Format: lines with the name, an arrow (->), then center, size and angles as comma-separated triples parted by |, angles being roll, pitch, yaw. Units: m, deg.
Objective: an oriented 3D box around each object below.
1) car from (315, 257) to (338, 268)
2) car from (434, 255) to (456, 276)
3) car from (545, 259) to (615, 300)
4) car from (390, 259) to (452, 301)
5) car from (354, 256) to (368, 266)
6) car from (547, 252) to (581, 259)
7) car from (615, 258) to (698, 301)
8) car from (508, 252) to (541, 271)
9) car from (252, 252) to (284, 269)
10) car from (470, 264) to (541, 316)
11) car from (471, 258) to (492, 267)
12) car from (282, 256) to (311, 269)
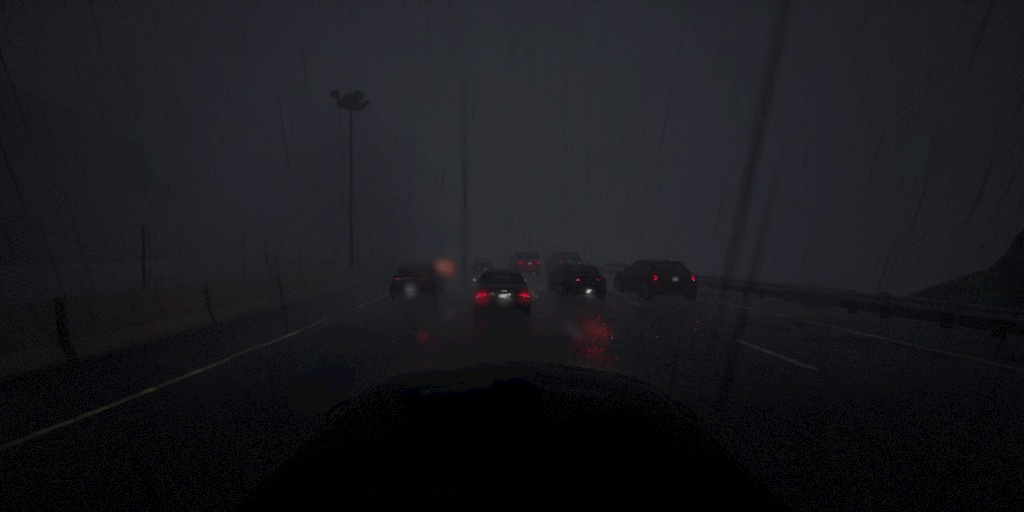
car -> -23.798, 0.817, 46.291 | 1.812, 1.442, 4.674 | 0, 1, -15
car -> -6.030, 0.786, 31.370 | 2.097, 1.767, 4.553 | 0, 1, -9
car -> 2.864, 1.093, 16.549 | 1.837, 1.490, 4.892 | 0, 1, -4
car -> -4.141, 1.088, 16.316 | 2.128, 1.511, 4.902 | 0, 1, -5
car -> -20.986, 0.782, 49.237 | 1.812, 1.442, 4.674 | 0, 0, -16
car -> 4.517, 0.642, 31.995 | 2.150, 2.045, 5.566 | 0, 1, -9
car -> 6.377, 0.935, 16.451 | 2.097, 1.767, 4.553 | 0, 1, -4
car -> 1.036, 0.649, 31.601 | 2.150, 2.045, 5.566 | 0, 1, -9
car -> -30.904, 0.528, 45.793 | 2.150, 2.045, 5.566 | 0, 0, -15
car -> -0.379, 1.178, 12.802 | 2.033, 1.411, 5.357 | 0, 1, -3
car -> -2.759, 0.940, 33.031 | 1.812, 1.442, 4.674 | 0, 1, -10
car -> -27.346, 0.863, 45.963 | 1.994, 1.385, 4.181 | 0, 1, -16
